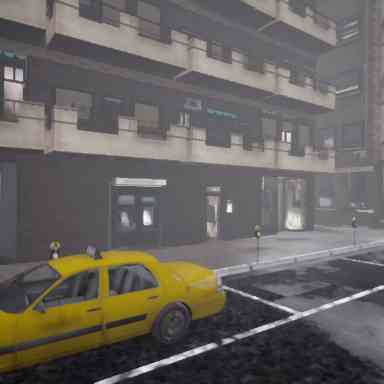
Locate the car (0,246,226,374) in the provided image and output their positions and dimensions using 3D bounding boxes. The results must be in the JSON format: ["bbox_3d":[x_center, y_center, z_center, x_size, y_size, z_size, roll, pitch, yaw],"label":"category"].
[{"bbox_3d":[-1.705,1.522,4.830,4.829,1.417,1.752,0,1,-35],"label":"car"}]
